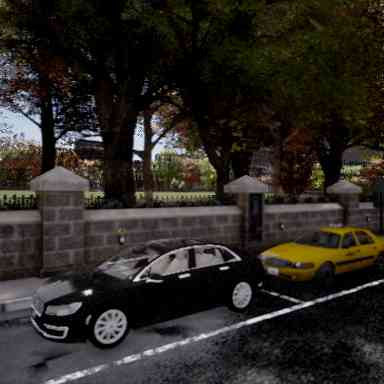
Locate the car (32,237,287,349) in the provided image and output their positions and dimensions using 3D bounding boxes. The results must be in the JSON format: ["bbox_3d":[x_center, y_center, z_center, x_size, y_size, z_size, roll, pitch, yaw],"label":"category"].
[{"bbox_3d":[-0.539,1.569,6.175,4.403,1.369,2.008,0,0,-35],"label":"car"}]

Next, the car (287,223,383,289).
[{"bbox_3d":[3.908,1.579,9.345,4.829,1.417,1.752,0,0,-35],"label":"car"}]
